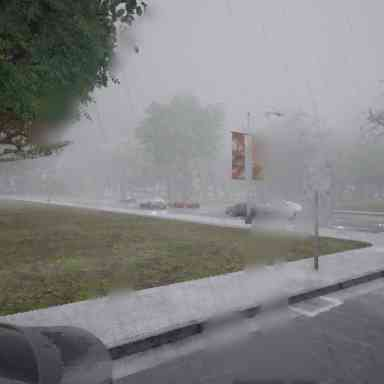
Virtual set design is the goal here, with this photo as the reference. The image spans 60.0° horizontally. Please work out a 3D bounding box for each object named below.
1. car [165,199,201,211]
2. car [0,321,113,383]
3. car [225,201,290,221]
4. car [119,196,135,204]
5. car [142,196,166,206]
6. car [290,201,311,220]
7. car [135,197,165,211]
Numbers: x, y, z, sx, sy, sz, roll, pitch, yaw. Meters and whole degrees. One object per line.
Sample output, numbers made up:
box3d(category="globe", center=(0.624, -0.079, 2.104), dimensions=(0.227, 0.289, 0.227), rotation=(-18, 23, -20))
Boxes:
box3d(category="car", center=(-0.984, 1.573, 41.257), dimensions=(1.895, 1.301, 4.718), rotation=(0, 0, -35))
box3d(category="car", center=(-2.640, 1.505, 1.192), dimensions=(4.892, 1.490, 1.837), rotation=(0, 0, -35))
box3d(category="car", center=(4.970, 1.533, 27.283), dimensions=(2.033, 1.411, 5.357), rotation=(0, 0, -35))
box3d(category="car", center=(-12.288, 1.486, 63.041), dimensions=(1.812, 1.442, 4.674), rotation=(0, 0, -35))
box3d(category="car", center=(-6.296, 1.489, 54.628), dimensions=(1.812, 1.442, 4.674), rotation=(0, 0, -36))
box3d(category="car", center=(8.219, 1.508, 28.332), dimensions=(1.812, 1.442, 4.674), rotation=(0, 0, -35))
box3d(category="car", center=(-4.950, 1.501, 41.229), dimensions=(1.812, 1.442, 4.674), rotation=(0, 0, -35))
